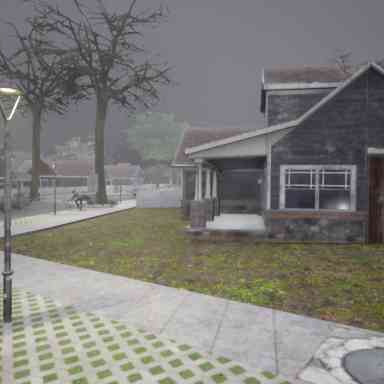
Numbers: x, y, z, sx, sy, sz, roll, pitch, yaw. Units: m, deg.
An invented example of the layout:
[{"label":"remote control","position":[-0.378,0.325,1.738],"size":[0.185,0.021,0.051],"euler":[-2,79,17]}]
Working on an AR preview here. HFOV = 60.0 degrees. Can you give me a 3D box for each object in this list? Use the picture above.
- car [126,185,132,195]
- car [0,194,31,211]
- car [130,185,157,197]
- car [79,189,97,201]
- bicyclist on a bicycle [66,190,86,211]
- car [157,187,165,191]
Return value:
[{"label":"car","position":[-9.465,-0.415,55.685],"size":[2.128,1.511,4.902],"euler":[1,2,10]},{"label":"car","position":[-15.005,0.881,26.082],"size":[2.033,1.411,5.357],"euler":[1,3,11]},{"label":"car","position":[-7.454,0.045,51.112],"size":[1.895,1.301,4.718],"euler":[1,2,11]},{"label":"car","position":[-12.324,0.349,40.584],"size":[1.994,1.385,4.181],"euler":[1,2,11]},{"label":"bicyclist on a bicycle","position":[-9.059,0.697,25.922],"size":[1.656,1.620,0.582],"euler":[1,2,10]},{"label":"car","position":[-5.708,-0.281,60.964],"size":[1.895,1.301,4.718],"euler":[1,2,10]}]
